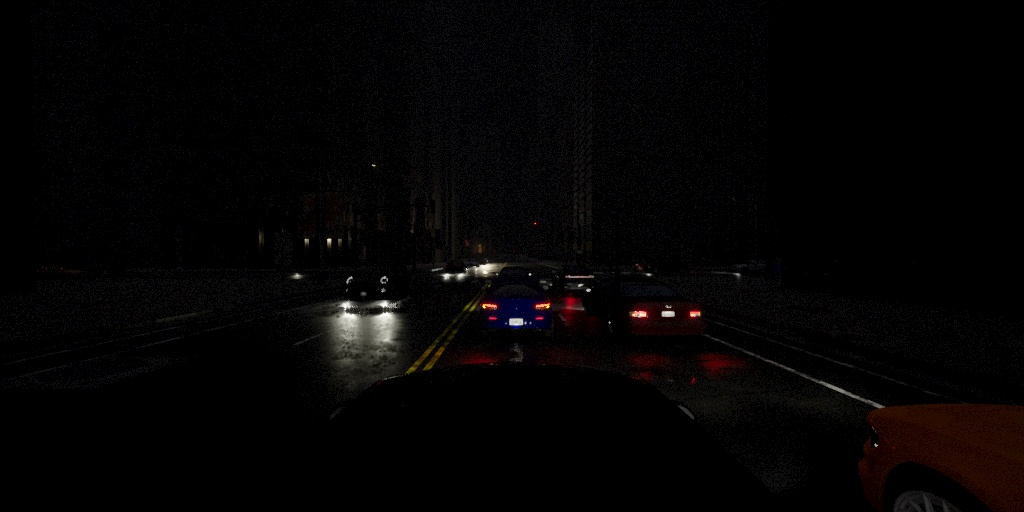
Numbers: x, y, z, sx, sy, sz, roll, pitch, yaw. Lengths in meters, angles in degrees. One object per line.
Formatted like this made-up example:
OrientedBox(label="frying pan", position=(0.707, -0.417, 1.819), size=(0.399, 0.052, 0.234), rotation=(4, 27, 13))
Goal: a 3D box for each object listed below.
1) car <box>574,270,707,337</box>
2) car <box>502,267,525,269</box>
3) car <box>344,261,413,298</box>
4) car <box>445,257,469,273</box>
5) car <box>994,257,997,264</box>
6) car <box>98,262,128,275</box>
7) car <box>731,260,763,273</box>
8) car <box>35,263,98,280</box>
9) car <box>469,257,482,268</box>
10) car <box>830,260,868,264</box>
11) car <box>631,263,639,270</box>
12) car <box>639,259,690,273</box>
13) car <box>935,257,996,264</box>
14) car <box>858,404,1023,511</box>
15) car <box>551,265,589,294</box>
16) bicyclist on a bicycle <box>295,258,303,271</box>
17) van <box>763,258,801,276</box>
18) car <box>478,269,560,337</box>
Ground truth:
OrientedBox(label="car", position=(3.347, 1.294, 10.232), size=(2.033, 1.411, 5.357), rotation=(0, 0, 0))
OrientedBox(label="car", position=(0.088, 1.286, 19.706), size=(2.033, 1.411, 5.357), rotation=(0, 0, 0))
OrientedBox(label="car", position=(-6.602, 1.092, 18.188), size=(2.097, 1.767, 4.553), rotation=(0, 0, 0))
OrientedBox(label="car", position=(-6.605, 1.198, 42.317), size=(1.882, 1.535, 5.008), rotation=(0, 0, 0))
OrientedBox(label="car", position=(49.273, 1.046, 35.143), size=(5.009, 1.841, 2.192), rotation=(0, 0, 0))
OrientedBox(label="car", position=(-46.436, 1.364, 40.692), size=(4.507, 1.381, 1.888), rotation=(0, 0, 0))
OrientedBox(label="car", position=(27.643, 1.184, 41.095), size=(4.674, 1.442, 1.812), rotation=(0, 1, 0))
OrientedBox(label="car", position=(-40.840, 1.451, 32.173), size=(4.829, 1.417, 1.751), rotation=(0, 0, 0))
OrientedBox(label="car", position=(-6.592, 1.237, 59.940), size=(1.812, 1.442, 4.674), rotation=(0, 0, 0))
OrientedBox(label="car", position=(32.952, 1.321, 35.230), size=(4.207, 1.307, 1.802), rotation=(0, 0, 0))
OrientedBox(label="car", position=(16.673, 1.071, 43.843), size=(4.097, 1.591, 1.967), rotation=(0, 0, 0))
OrientedBox(label="car", position=(17.703, 1.148, 41.164), size=(5.008, 1.535, 1.882), rotation=(0, 1, 0))
OrientedBox(label="car", position=(43.831, 1.169, 35.172), size=(4.097, 1.591, 1.967), rotation=(0, 0, 0))
OrientedBox(label="car", position=(3.349, 1.228, 0.407), size=(1.882, 1.535, 5.008), rotation=(0, 0, 0))
OrientedBox(label="car", position=(3.340, 1.230, 19.979), size=(2.128, 1.511, 4.902), rotation=(0, 0, 0))
OrientedBox(label="bicyclist on a bicycle", position=(-25.897, 1.003, 43.563), size=(0.582, 1.620, 1.656), rotation=(0, 1, 0))
OrientedBox(label="van", position=(27.511, 1.086, 35.260), size=(3.998, 1.789, 1.690), rotation=(0, 0, 0))
OrientedBox(label="car", position=(0.089, 1.272, 10.132), size=(1.812, 1.442, 4.674), rotation=(0, 0, 0))
